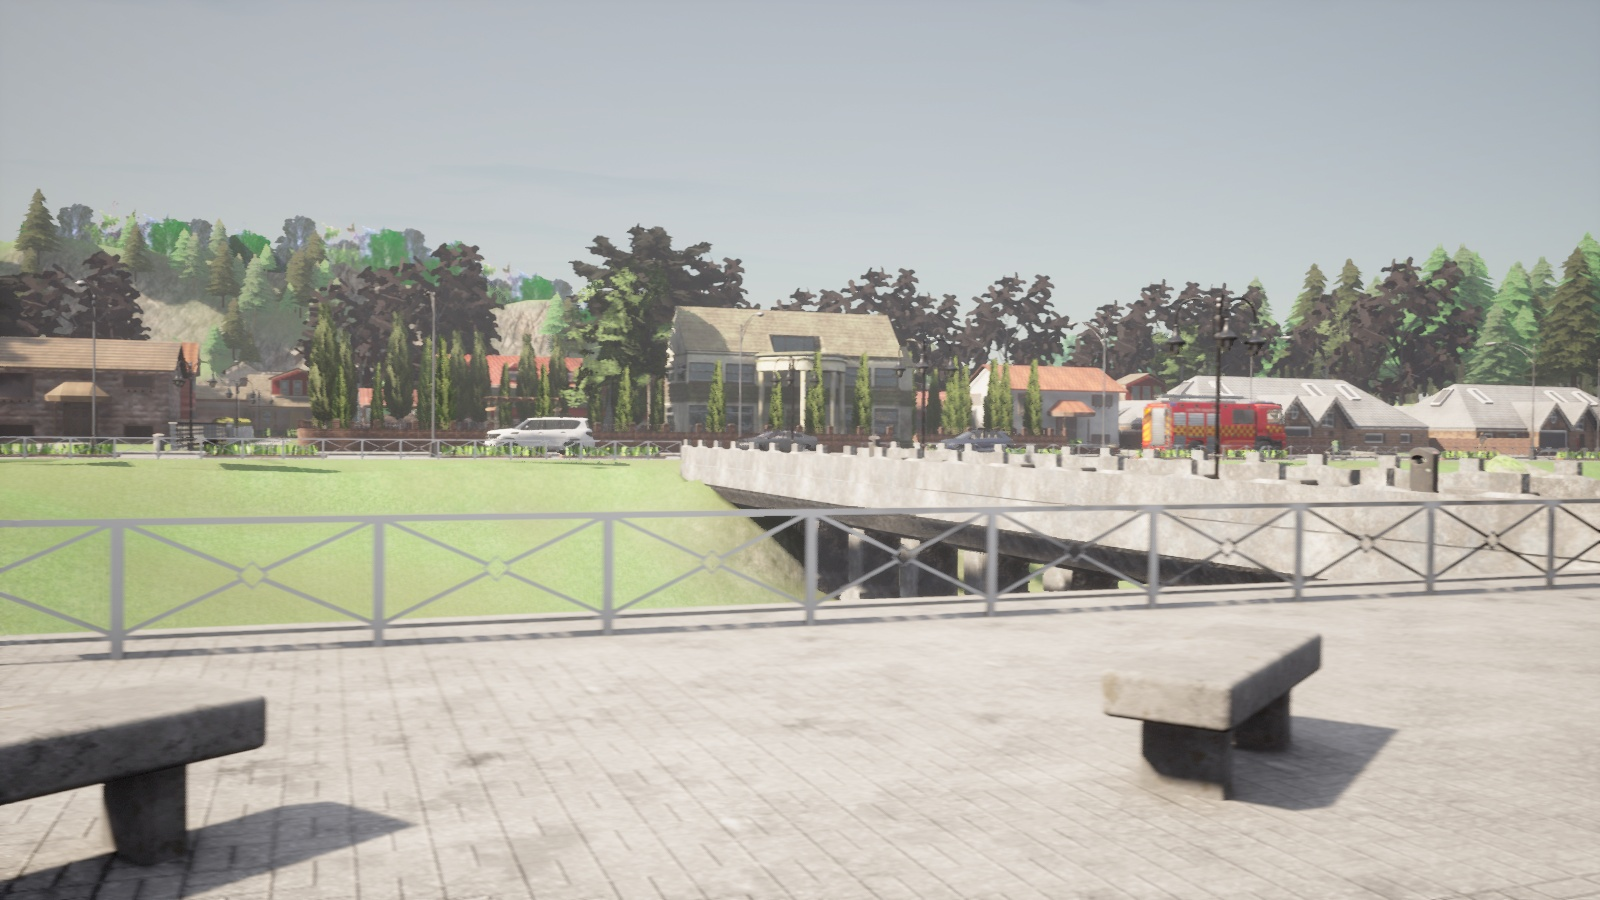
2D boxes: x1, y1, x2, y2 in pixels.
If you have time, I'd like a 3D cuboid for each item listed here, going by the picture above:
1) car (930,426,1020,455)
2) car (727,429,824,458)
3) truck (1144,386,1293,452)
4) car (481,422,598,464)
[{"bbox_3d":[10.241,-0.581,73.633,4.856,1.649,2.033,-1,1,-21],"label":"car"},{"bbox_3d":[-1.329,-0.358,69.244,4.902,1.511,2.128,-1,1,-21],"label":"car"},{"bbox_3d":[24.994,-1.856,74.939,8.468,3.827,2.891,-1,1,-21],"label":"truck"},{"bbox_3d":[-13.415,-0.390,64.656,5.566,2.045,2.150,-1,1,-21],"label":"car"}]
